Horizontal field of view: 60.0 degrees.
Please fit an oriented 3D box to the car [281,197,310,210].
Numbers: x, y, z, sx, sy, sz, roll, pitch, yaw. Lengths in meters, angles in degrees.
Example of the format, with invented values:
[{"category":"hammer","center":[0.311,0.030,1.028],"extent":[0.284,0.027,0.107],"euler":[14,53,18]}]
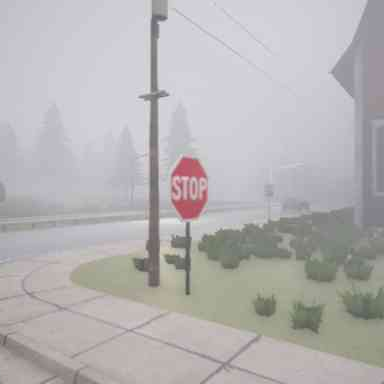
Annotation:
[{"category":"car","center":[12.159,1.346,38.770],"extent":[2.097,1.767,4.553],"euler":[0,0,36]}]
